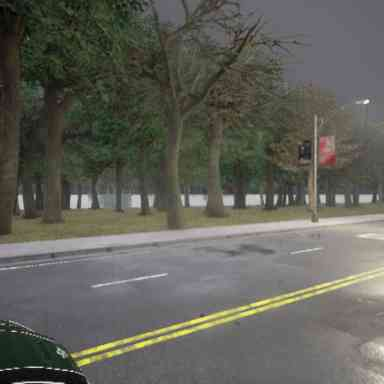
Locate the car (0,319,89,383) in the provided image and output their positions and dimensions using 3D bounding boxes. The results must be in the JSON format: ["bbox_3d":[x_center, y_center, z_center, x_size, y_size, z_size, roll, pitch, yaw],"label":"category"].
[{"bbox_3d":[-2.714,1.352,1.505,4.553,1.767,2.097,0,0,-36],"label":"car"}]
